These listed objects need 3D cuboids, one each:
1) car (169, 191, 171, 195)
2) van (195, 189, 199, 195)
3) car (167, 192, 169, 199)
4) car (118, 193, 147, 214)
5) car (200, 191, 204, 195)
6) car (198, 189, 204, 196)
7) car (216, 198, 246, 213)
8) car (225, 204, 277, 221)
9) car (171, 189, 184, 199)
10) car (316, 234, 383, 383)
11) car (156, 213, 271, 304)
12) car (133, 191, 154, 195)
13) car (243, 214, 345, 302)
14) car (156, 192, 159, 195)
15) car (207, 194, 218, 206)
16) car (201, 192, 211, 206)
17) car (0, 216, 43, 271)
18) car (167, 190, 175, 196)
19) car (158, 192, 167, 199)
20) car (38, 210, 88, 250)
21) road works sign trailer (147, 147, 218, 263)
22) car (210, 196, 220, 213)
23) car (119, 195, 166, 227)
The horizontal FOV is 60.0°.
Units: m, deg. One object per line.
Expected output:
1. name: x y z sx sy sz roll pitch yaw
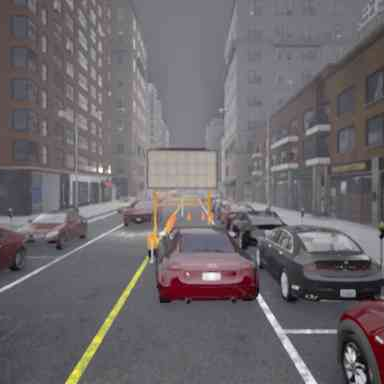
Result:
1. car: -5.523 0.670 62.935 2.008 1.369 4.403 0 1 0
2. van: 2.444 0.083 90.037 1.690 1.788 3.998 0 1 0
3. car: -5.511 0.723 57.247 1.752 1.417 4.829 0 1 0
4. car: -5.448 1.105 29.659 1.752 1.417 4.829 0 1 0
5. car: 2.537 0.899 46.406 2.008 1.369 4.403 0 1 0
6. car: 2.513 0.635 57.441 1.967 1.590 4.097 0 1 0
7. car: 2.596 1.275 18.814 1.887 1.381 4.507 0 1 0
8. car: 2.608 1.373 13.296 1.947 1.339 4.313 0 1 0
9. car: -2.894 0.640 66.592 1.994 1.385 4.181 0 1 0
10. car: 2.632 1.405 2.258 1.967 1.590 4.097 0 1 0
11. car: 0.159 1.440 7.917 1.994 1.385 4.181 1 1 -6
12. car: -5.464 0.816 35.342 2.192 1.841 5.009 0 1 0
13. car: 2.620 1.436 7.778 2.008 1.369 4.403 0 1 0
14. car: -5.476 1.007 40.864 1.802 1.307 4.206 0 1 0
15. car: 2.573 1.159 29.851 1.802 1.307 4.206 0 1 0
16. car: 2.549 0.975 40.888 2.008 1.369 4.403 0 1 0
17. car: -5.405 1.467 7.758 1.802 1.307 4.206 0 1 0
18. car: -5.581 0.293 90.014 2.008 1.369 4.403 0 1 0
19. car: -5.500 0.712 51.898 1.967 1.590 4.097 0 1 0
20. car: -5.417 1.390 13.275 1.802 1.307 4.206 0 1 0
21. road works sign trailer: -0.339 0.299 11.368 2.380 3.560 2.880 0 1 -6
22. car: 2.584 1.205 24.332 2.008 1.369 4.403 0 1 0
23. car: -2.893 1.185 20.486 1.882 1.535 5.008 0 1 0
